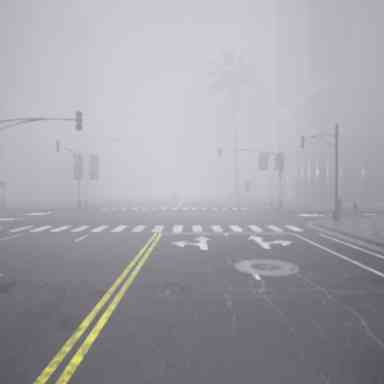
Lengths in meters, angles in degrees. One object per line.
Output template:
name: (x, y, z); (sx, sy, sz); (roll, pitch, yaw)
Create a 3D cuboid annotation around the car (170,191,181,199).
car: (-3.245, 0.582, 64.345); (1.882, 1.535, 5.008); (0, 2, 0)
